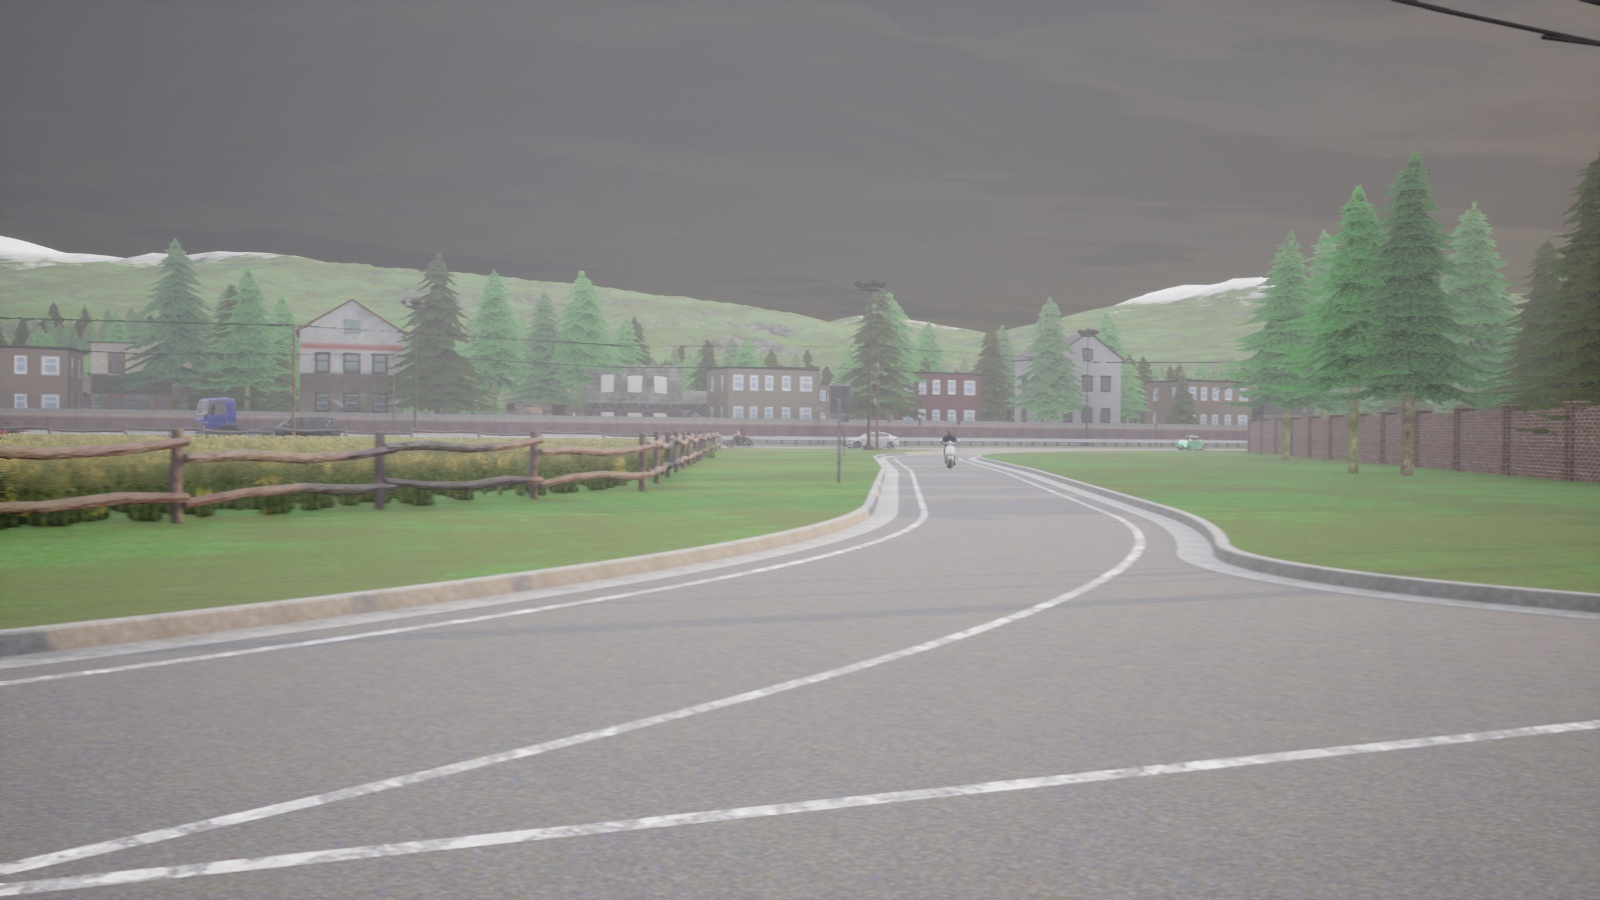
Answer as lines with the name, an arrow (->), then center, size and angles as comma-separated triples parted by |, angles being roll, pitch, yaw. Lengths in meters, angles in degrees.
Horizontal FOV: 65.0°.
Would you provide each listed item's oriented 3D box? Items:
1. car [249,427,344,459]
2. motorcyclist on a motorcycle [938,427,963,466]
car -> -33.867, -0.492, 84.517 | 5.566, 2.045, 2.150 | -1, 1, -34
motorcyclist on a motorcycle -> 6.148, -0.159, 51.380 | 0.866, 1.590, 1.817 | -1, 1, 3
